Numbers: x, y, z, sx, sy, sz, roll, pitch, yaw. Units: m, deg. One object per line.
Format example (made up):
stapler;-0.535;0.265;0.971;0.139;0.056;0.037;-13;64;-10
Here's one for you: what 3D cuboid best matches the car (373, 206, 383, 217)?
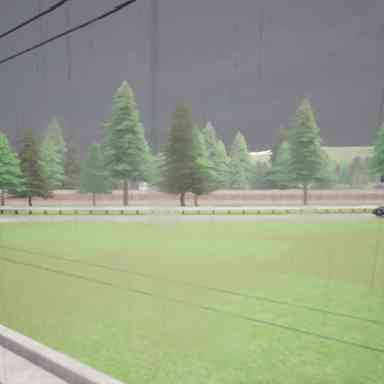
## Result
car;18.163;1.562;29.212;4.181;1.385;1.994;0;0;-11
